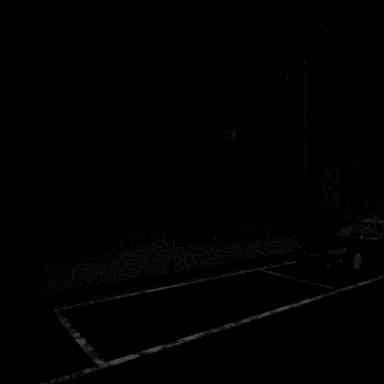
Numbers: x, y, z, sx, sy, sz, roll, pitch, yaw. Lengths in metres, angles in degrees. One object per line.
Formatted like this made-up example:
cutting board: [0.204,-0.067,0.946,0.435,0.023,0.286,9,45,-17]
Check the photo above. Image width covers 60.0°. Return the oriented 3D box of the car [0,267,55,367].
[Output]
car: [-4.047,1.550,3.879,4.507,1.381,1.887,0,0,-36]

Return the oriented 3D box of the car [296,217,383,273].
car: [5.060,1.507,10.383,4.403,1.369,2.008,0,0,-36]
